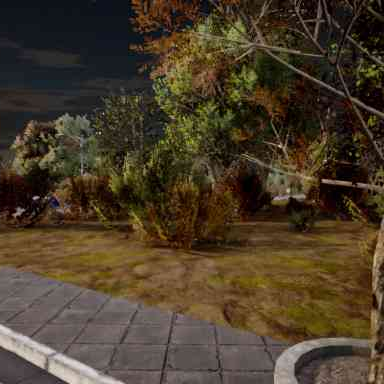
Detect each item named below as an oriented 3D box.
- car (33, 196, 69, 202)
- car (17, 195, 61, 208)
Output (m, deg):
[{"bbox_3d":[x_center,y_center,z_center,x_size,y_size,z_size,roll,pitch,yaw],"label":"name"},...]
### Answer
[{"bbox_3d":[-17.572,1.245,41.306,1.882,1.535,5.008,0,0,32],"label":"car"},{"bbox_3d":[-20.087,1.221,43.881,1.882,1.535,5.008,0,0,32],"label":"car"}]
